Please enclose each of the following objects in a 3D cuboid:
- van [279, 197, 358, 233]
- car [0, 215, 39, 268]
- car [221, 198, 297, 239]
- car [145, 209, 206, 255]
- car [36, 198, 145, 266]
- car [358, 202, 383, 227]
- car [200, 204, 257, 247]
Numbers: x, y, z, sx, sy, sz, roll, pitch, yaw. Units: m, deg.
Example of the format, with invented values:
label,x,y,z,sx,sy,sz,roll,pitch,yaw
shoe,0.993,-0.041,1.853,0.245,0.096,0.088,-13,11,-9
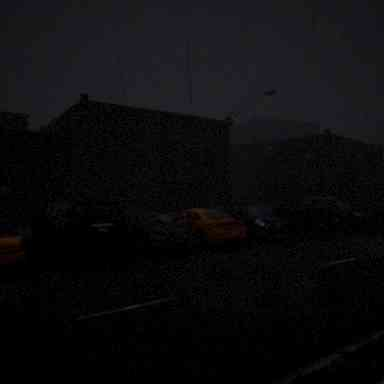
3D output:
label,x,y,z,sx,sy,sz,roll,pitch,yaw
van,7.125,1.265,19.893,1.878,1.987,4.442,0,0,-35
car,-6.531,1.477,10.533,1.946,1.575,5.366,0,0,-35
car,2.612,1.365,16.858,2.185,1.767,4.553,0,0,-35
car,-1.900,1.486,13.612,2.231,1.521,4.892,0,0,-35
car,-4.176,1.231,12.019,2.435,2.045,5.566,0,0,-36
car,9.408,1.357,21.701,2.185,1.767,4.553,0,0,-35
car,0.268,1.488,15.143,2.097,1.535,5.008,0,0,-35
